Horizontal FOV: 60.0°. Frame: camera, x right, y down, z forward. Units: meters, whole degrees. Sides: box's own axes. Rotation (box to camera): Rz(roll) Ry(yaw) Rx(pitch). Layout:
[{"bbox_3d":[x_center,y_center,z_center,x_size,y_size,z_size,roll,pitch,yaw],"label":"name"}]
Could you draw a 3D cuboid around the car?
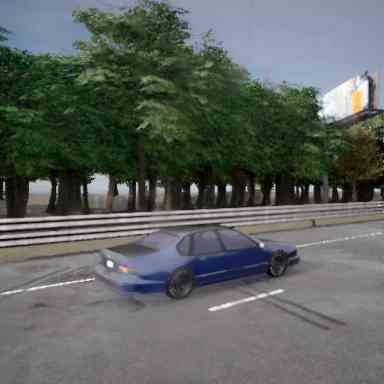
[{"bbox_3d":[0.352,1.516,8.300,5.357,1.411,2.033,0,0,-36],"label":"car"}]
